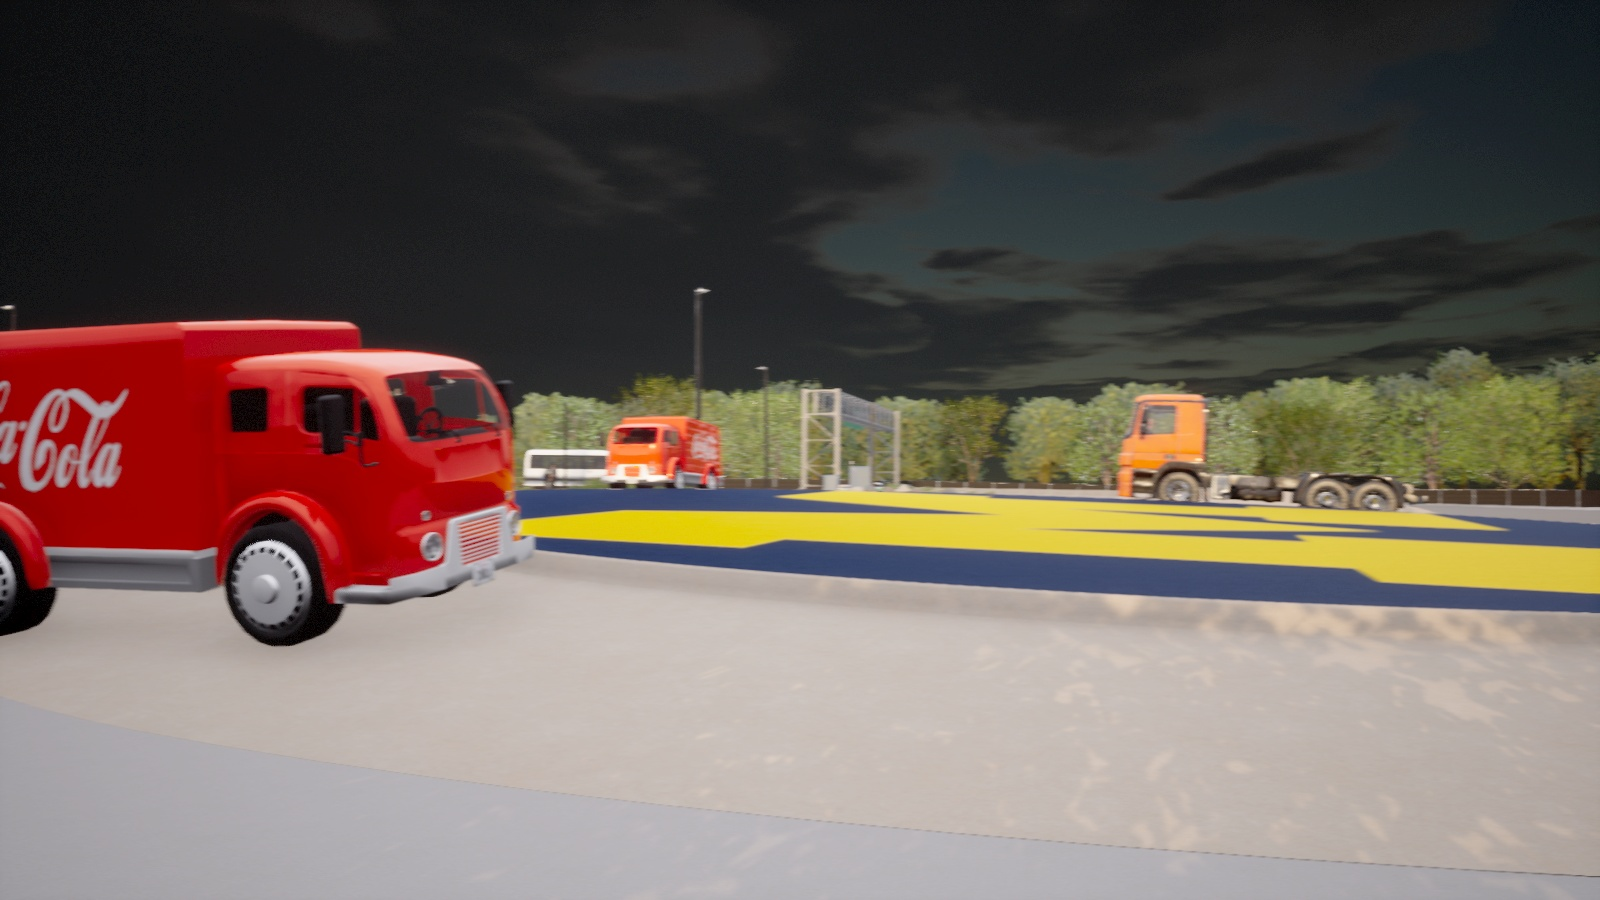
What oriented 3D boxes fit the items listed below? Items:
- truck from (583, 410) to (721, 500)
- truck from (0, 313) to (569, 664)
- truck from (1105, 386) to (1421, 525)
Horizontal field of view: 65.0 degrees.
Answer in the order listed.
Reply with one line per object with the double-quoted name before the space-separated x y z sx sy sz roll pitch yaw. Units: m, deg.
"truck" -4.508 0.258 39.371 2.627 2.467 5.204 -1 -4 14
"truck" -5.014 0.173 10.802 5.204 2.467 2.627 0 5 18
"truck" 12.882 0.166 35.515 7.936 3.462 2.891 2 -2 17
